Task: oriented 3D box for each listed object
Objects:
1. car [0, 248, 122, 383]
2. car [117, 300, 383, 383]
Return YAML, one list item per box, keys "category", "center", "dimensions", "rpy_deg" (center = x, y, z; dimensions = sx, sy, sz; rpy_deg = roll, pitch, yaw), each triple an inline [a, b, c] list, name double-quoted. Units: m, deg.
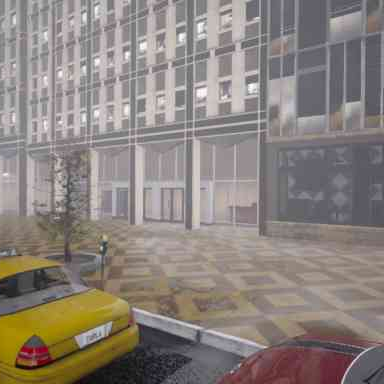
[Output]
- category: "car"
  center: [-2.944, 1.524, 4.967]
  dimensions: [4.829, 1.417, 1.752]
  rpy_deg: [0, 1, 36]
- category: "car"
  center: [1.820, 1.440, 1.566]
  dimensions: [4.097, 1.590, 1.967]
  rpy_deg: [0, 1, 36]
